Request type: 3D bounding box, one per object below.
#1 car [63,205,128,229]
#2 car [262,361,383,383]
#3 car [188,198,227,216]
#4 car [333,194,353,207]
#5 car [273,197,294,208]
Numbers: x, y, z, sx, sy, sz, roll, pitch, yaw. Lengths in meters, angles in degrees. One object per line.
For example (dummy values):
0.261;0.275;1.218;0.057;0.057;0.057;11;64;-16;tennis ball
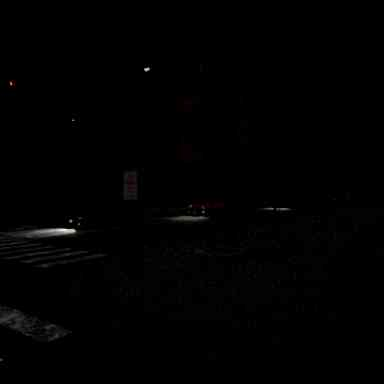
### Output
-6.193;1.584;21.768;1.994;1.385;4.181;0;0;35;car
2.178;1.551;1.289;4.403;1.369;2.008;0;0;36;car
1.547;1.399;32.697;2.097;1.767;4.553;0;0;35;car
24.063;1.347;52.899;2.150;2.045;5.566;0;0;35;car
13.706;1.602;49.707;1.837;1.490;4.892;0;0;36;car
